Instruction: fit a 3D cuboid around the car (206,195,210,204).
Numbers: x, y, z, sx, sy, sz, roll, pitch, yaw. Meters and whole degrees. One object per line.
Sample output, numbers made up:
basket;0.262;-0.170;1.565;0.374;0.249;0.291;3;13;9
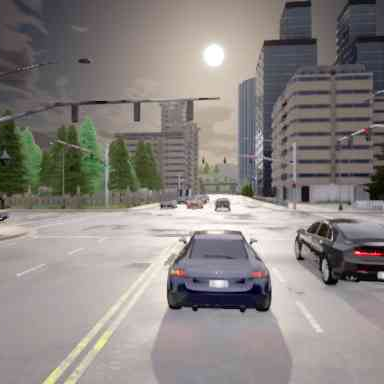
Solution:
car;1.830;1.488;61.335;1.837;1.490;4.892;0;0;5

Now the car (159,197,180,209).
car;-3.126;1.588;44.687;1.895;1.301;4.718;0;0;5

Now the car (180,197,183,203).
car;-1.727;1.529;60.848;2.033;1.411;5.357;0;0;5

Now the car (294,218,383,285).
car;4.240;1.502;9.387;1.837;1.490;4.892;0;0;5

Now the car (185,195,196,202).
car;-0.328;1.514;76.608;2.033;1.411;5.357;0;0;5

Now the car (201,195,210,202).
car;3.167;1.474;76.409;1.837;1.490;4.892;0;0;5

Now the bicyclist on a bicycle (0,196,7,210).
bicyclist on a bicycle;-22.282;1.290;39.027;0.582;1.620;1.656;0;0;5

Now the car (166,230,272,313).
car;0.607;1.562;7.773;1.994;1.385;4.181;0;0;4

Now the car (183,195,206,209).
car;0.418;1.339;44.885;2.097;1.767;4.553;0;0;5

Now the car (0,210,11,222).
car;-15.744;1.594;23.946;4.718;1.301;1.895;0;0;5

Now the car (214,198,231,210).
car;3.862;1.492;42.166;1.837;1.490;4.892;0;0;5
